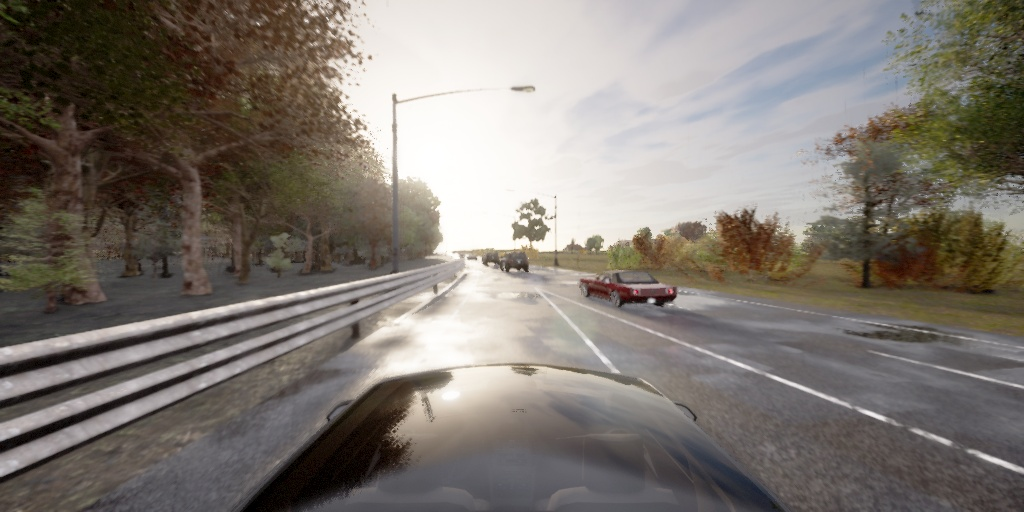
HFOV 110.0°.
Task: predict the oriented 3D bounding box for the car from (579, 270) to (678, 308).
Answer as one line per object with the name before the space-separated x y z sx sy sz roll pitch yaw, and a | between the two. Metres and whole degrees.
car | 4.322 1.209 14.313 1.895 1.301 4.718 0 1 -11

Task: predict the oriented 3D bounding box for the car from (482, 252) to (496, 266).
car | -3.129 0.375 52.956 2.150 2.045 5.566 0 1 -11

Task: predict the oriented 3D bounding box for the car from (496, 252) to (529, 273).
car | 0.164 0.600 35.842 2.150 2.045 5.566 0 1 -11
